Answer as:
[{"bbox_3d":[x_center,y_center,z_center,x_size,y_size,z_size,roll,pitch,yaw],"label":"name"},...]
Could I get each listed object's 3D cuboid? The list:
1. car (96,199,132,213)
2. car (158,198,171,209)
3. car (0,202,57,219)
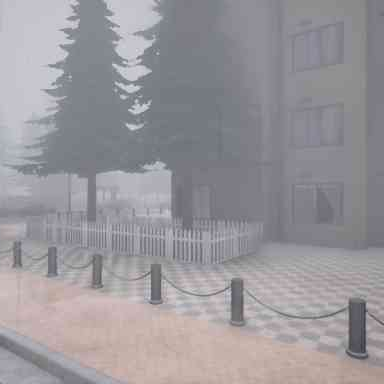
[{"bbox_3d":[-8.716,1.476,36.217,2.128,1.511,4.902,0,0,37],"label":"car"},{"bbox_3d":[-2.478,1.510,44.447,1.812,1.442,4.674,0,0,37],"label":"car"},{"bbox_3d":[-14.342,1.585,28.769,1.895,1.301,4.718,0,0,37],"label":"car"}]
